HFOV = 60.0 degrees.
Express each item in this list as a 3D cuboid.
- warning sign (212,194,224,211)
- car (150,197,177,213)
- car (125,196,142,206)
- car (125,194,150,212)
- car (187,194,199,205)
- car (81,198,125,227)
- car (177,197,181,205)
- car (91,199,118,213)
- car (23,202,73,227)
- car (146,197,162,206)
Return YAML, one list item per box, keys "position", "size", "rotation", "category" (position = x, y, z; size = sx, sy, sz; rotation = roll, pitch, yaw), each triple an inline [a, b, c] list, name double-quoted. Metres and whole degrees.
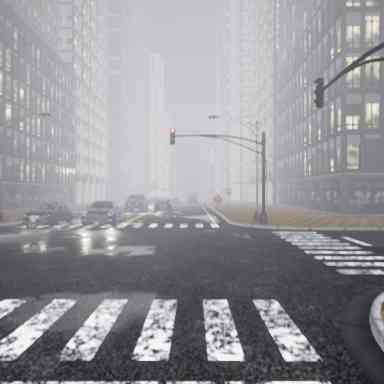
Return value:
- position: [2.897, 1.138, 37.671]
  size: [1.300, 1.860, 1.060]
  rotation: [0, 0, 0]
  category: "warning sign"
- position: [-3.107, 1.514, 37.304]
  size: [2.128, 1.511, 4.902]
  rotation: [0, 0, 0]
  category: "car"
- position: [-9.756, 1.540, 55.815]
  size: [1.882, 1.535, 5.008]
  rotation: [0, 0, 0]
  category: "car"
- position: [-6.553, 1.248, 39.543]
  size: [2.150, 2.045, 5.566]
  rotation: [0, 0, 0]
  category: "car"
- position: [0.071, 1.581, 60.274]
  size: [1.837, 1.490, 4.892]
  rotation: [0, 0, 0]
  category: "car"
- position: [-6.143, 1.356, 22.971]
  size: [2.097, 1.767, 4.553]
  rotation: [0, 0, -5]
  category: "car"
- position: [-3.156, 1.648, 62.725]
  size: [1.994, 1.385, 4.181]
  rotation: [0, 0, 1]
  category: "car"
- position: [-9.808, 1.548, 37.469]
  size: [1.812, 1.442, 4.674]
  rotation: [0, 0, 0]
  category: "car"
- position: [-9.823, 1.497, 23.023]
  size: [2.128, 1.511, 4.902]
  rotation: [0, 0, 0]
  category: "car"
- position: [-6.496, 1.559, 57.012]
  size: [2.128, 1.511, 4.902]
  rotation: [0, 0, 0]
  category: "car"
